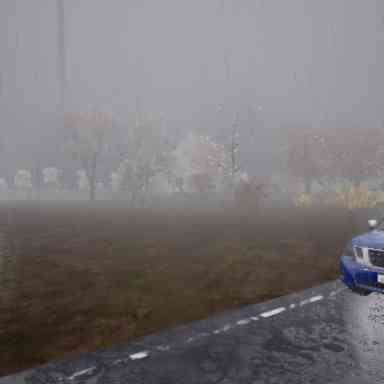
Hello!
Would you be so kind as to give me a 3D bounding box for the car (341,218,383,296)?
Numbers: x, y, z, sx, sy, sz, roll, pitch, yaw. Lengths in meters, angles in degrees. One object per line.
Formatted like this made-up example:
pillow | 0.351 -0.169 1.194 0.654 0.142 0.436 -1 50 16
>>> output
car | 5.711 1.241 7.703 5.566 2.045 2.150 0 0 -38
